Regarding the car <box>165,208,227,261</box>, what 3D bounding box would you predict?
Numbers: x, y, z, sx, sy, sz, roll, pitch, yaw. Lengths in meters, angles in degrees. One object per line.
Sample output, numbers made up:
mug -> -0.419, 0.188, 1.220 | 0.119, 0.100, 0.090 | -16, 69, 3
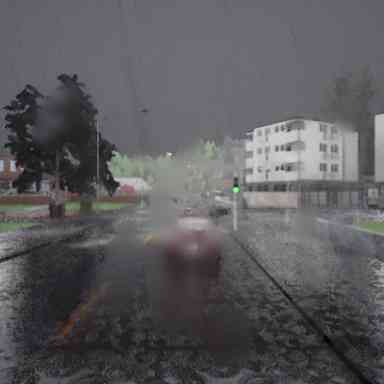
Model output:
car -> 0.059, 1.503, 12.154 | 1.812, 1.442, 4.674 | 0, 0, 0

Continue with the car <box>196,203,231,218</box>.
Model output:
car -> 1.557, 1.550, 26.981 | 1.895, 1.301, 4.718 | 0, 0, 26

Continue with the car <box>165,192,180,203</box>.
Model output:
car -> -4.027, 1.099, 64.589 | 2.150, 2.045, 5.566 | 0, 0, 1

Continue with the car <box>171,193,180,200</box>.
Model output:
car -> -4.012, 1.109, 81.000 | 2.097, 1.767, 4.553 | 0, 0, 0
